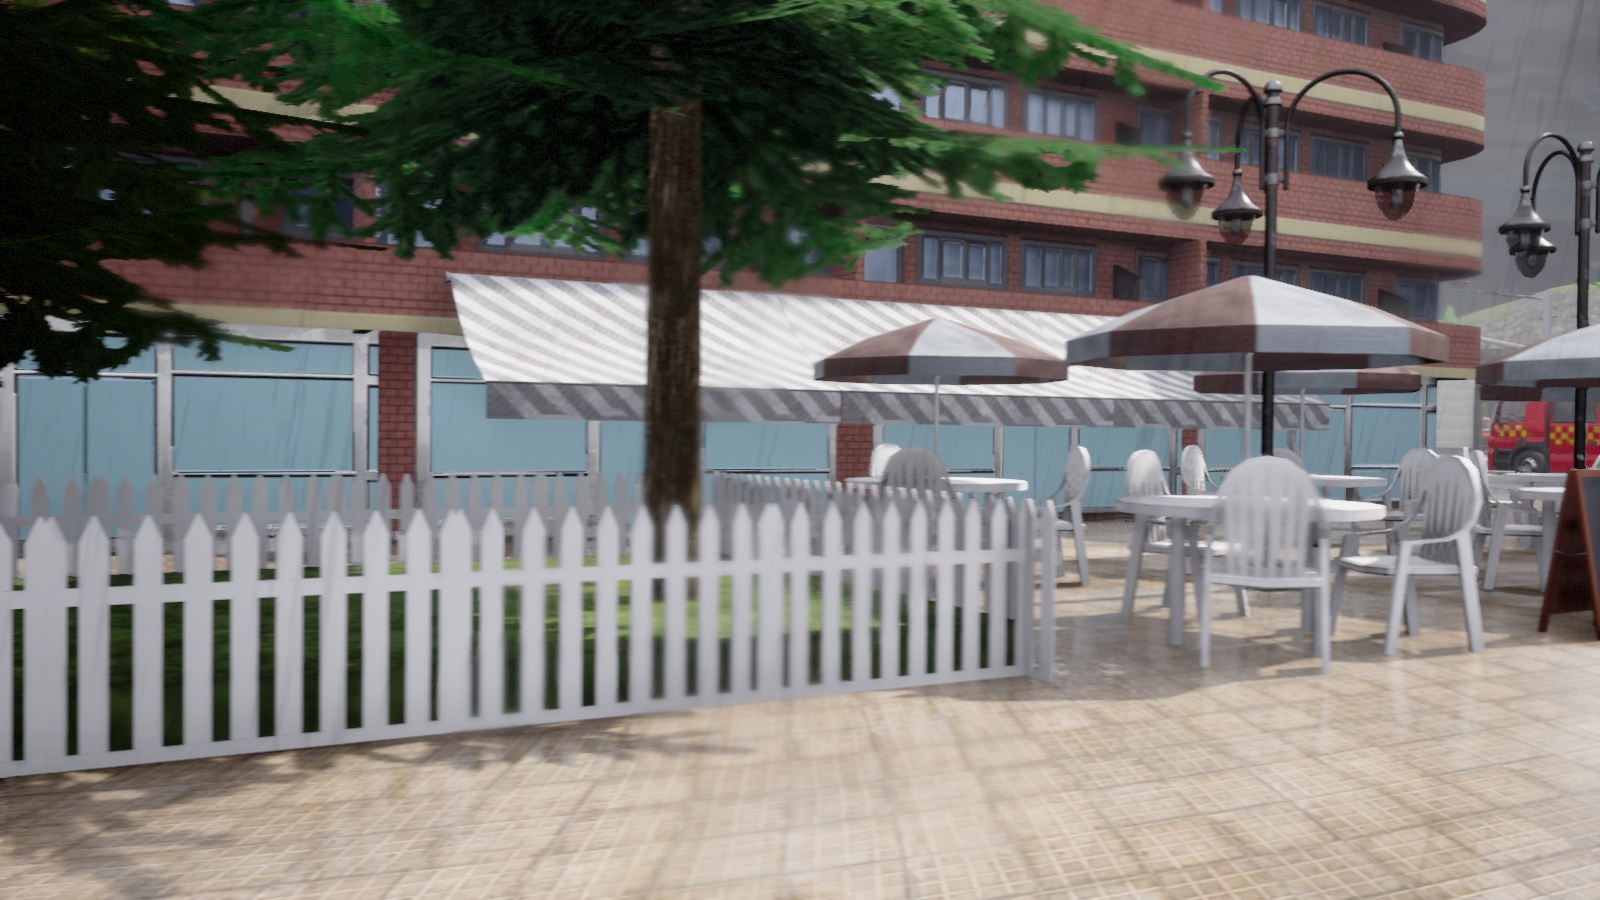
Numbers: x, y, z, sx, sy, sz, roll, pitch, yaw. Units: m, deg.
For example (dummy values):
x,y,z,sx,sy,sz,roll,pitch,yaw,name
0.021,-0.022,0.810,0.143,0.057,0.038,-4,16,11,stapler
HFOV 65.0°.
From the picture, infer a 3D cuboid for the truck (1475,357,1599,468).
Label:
x,y,z,sx,sy,sz,roll,pitch,yaw,name
28.645,-1.305,44.165,2.891,3.827,8.468,-1,1,-27,truck
